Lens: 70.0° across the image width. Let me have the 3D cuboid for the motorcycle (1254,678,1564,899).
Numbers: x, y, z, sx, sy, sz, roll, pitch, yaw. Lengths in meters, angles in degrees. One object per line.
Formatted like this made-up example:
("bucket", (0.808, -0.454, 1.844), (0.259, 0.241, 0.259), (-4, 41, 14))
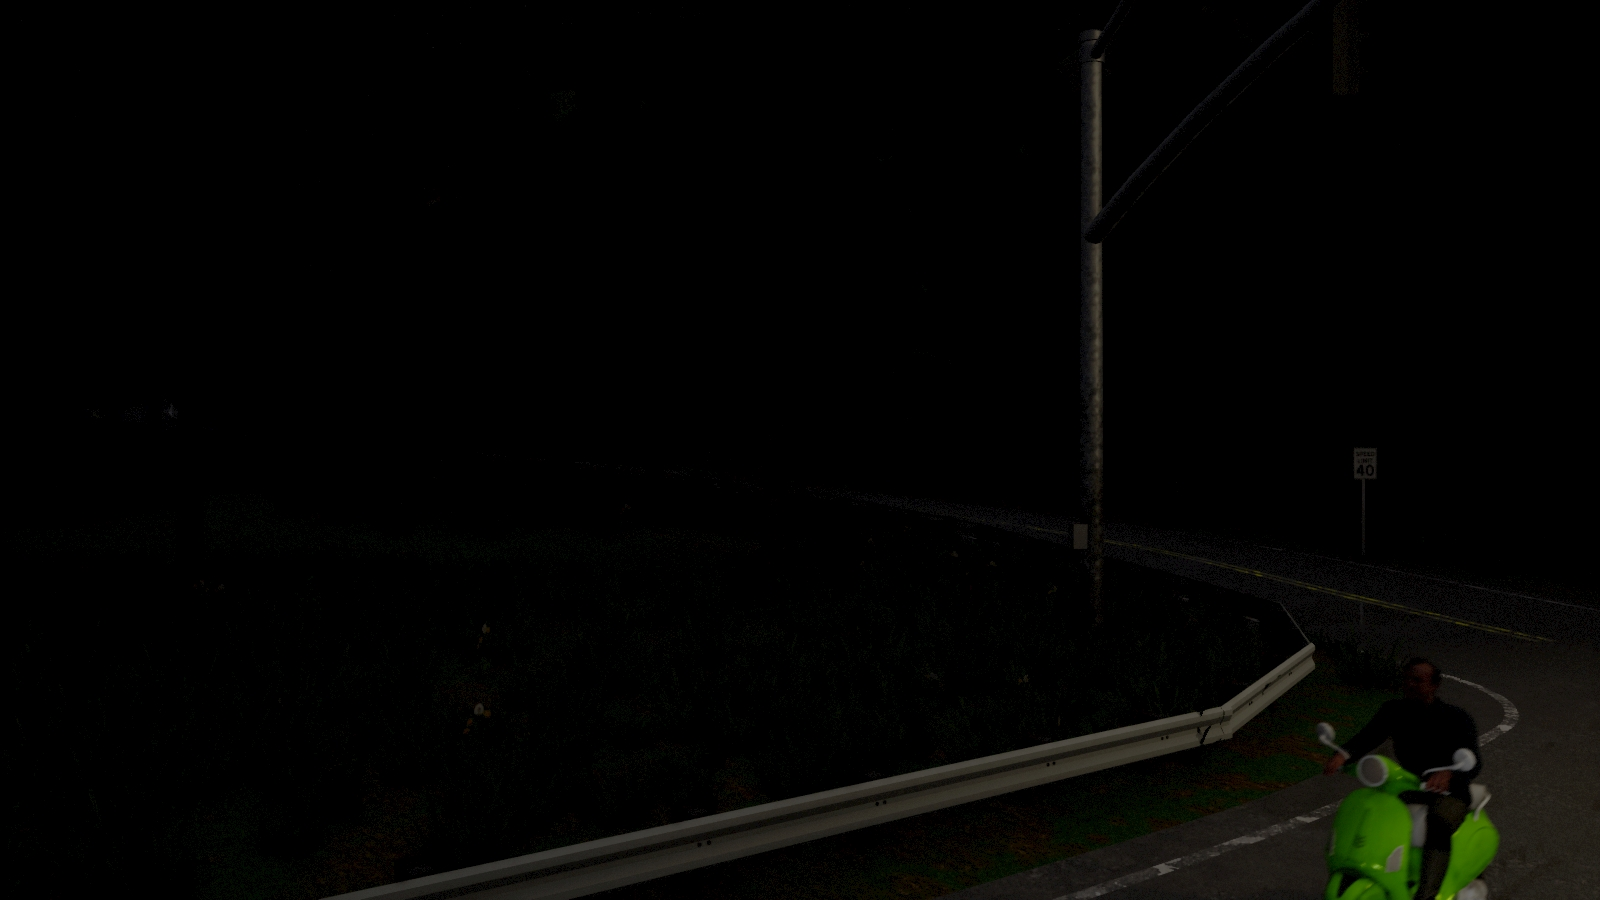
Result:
("motorcycle", (3.452, 2.115, 6.424), (1.805, 1.316, 0.856), (0, -1, -37))
